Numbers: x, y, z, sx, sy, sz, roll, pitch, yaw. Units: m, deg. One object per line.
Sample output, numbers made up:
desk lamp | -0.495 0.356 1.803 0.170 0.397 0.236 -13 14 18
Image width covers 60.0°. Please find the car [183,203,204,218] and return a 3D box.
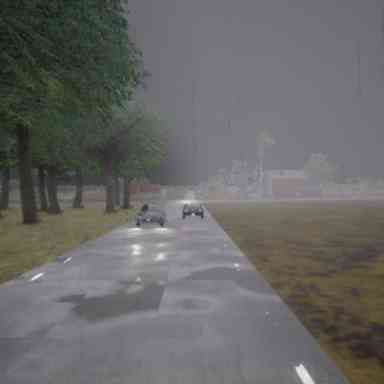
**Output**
car | 0.106 1.641 30.787 1.895 1.301 4.718 0 0 0

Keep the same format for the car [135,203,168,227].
car | -2.747 1.532 23.271 1.837 1.490 4.892 0 -1 0
